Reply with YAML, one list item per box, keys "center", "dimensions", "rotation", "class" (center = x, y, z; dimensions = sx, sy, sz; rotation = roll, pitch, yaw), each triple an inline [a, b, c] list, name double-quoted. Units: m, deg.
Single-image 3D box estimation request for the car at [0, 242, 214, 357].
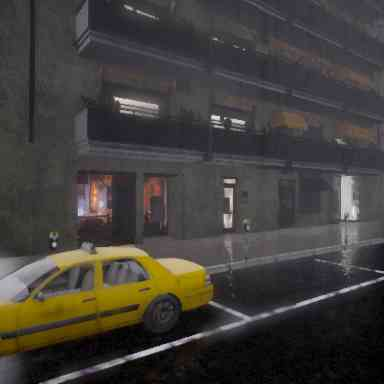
- center: [-1.882, 1.522, 5.207]
  dimensions: [4.829, 1.417, 1.752]
  rotation: [0, 0, -35]
  class: "car"
